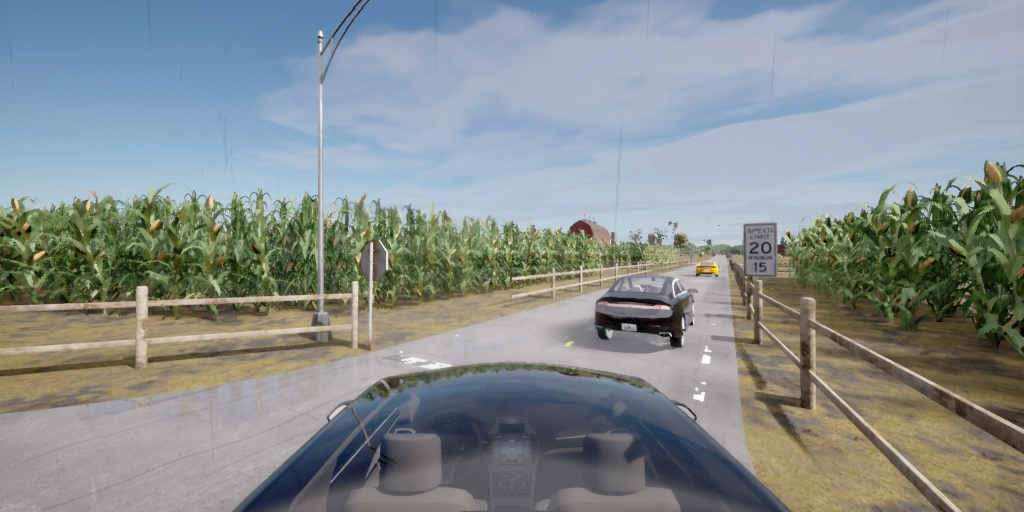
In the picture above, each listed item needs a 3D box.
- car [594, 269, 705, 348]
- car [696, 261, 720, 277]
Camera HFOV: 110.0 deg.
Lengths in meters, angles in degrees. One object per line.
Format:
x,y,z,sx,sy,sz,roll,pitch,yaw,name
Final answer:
3.638,1.244,9.410,2.128,1.511,4.902,0,0,31,car
19.732,1.244,36.181,1.882,1.535,5.008,0,0,31,car
